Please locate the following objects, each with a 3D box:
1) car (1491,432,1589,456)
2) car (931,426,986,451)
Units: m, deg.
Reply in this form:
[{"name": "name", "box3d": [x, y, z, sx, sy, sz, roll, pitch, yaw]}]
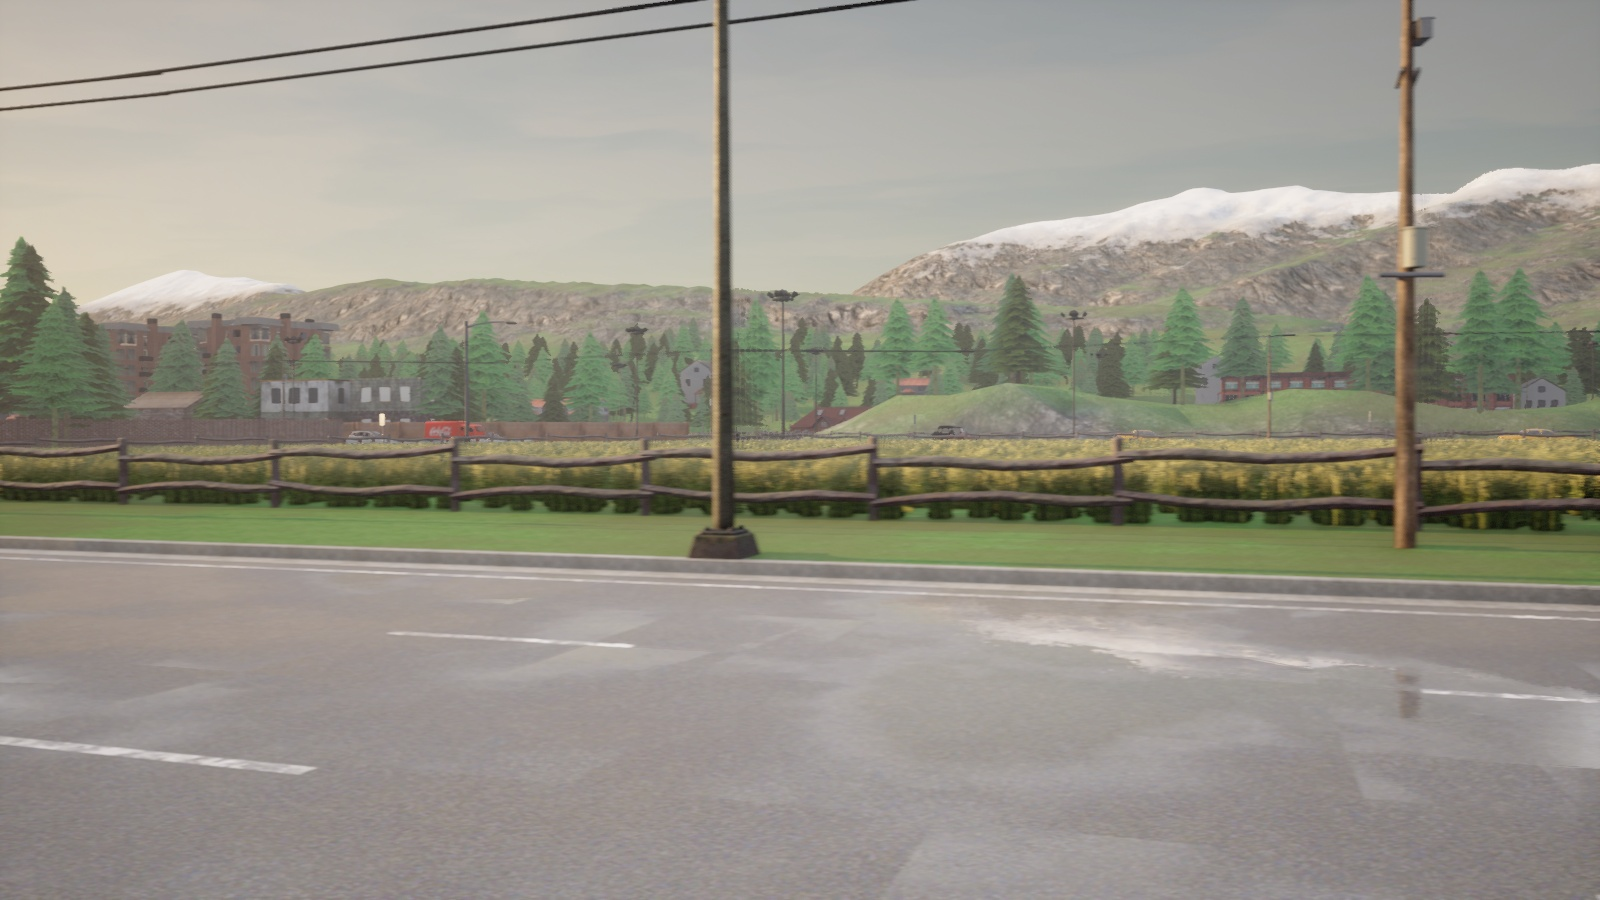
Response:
[{"name": "car", "box3d": [49.851, -0.403, 84.708, 5.366, 1.575, 1.801, 1, 1, 18]}, {"name": "car", "box3d": [12.285, -0.890, 97.152, 3.866, 1.878, 1.905, 1, 1, 18]}]
